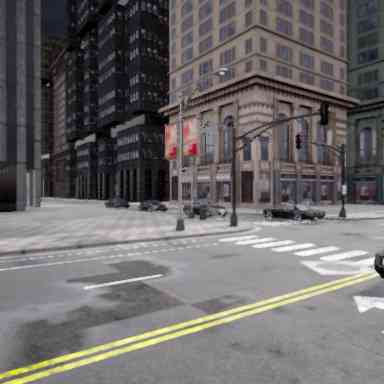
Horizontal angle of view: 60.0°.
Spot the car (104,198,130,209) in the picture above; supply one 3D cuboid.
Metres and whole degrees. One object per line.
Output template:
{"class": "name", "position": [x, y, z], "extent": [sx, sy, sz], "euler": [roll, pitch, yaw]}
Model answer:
{"class": "car", "position": [-10.547, 1.591, 46.573], "extent": [2.033, 1.411, 5.357], "euler": [0, 0, -36]}

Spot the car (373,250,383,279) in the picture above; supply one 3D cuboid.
{"class": "car", "position": [6.477, 1.597, 8.369], "extent": [4.718, 1.301, 1.895], "euler": [0, 0, -40]}

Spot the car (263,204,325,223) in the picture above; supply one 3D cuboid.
{"class": "car", "position": [7.707, 1.601, 25.677], "extent": [1.895, 1.301, 4.718], "euler": [0, 0, -32]}

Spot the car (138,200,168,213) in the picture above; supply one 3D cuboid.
{"class": "car", "position": [-4.485, 1.594, 37.977], "extent": [1.994, 1.385, 4.181], "euler": [0, 0, -36]}

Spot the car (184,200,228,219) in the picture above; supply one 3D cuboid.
{"class": "car", "position": [1.179, 1.511, 29.974], "extent": [2.128, 1.511, 4.902], "euler": [0, 0, -35]}
